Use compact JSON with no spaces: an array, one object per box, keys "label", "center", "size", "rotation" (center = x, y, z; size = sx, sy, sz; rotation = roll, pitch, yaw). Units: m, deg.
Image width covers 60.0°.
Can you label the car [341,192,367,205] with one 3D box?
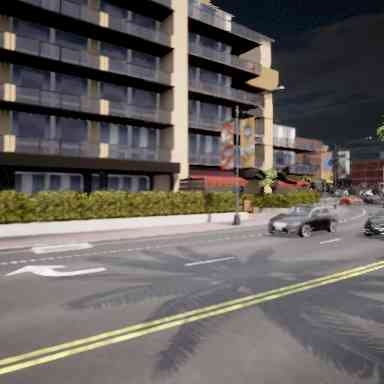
[{"label":"car","center":[26.338,1.294,54.937],"size":[2.097,1.767,4.553],"rotation":[0,0,4]}]

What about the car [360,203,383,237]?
[{"label":"car","center":[10.387,1.485,16.947],"size":[4.892,1.490,1.837],"rotation":[0,0,-45]}]

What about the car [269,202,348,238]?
[{"label":"car","center":[5.970,1.475,17.567],"size":[4.902,1.511,2.128],"rotation":[0,0,-42]}]

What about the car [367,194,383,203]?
[{"label":"car","center":[29.870,1.445,54.241],"size":[1.837,1.490,4.892],"rotation":[1,0,5]}]
